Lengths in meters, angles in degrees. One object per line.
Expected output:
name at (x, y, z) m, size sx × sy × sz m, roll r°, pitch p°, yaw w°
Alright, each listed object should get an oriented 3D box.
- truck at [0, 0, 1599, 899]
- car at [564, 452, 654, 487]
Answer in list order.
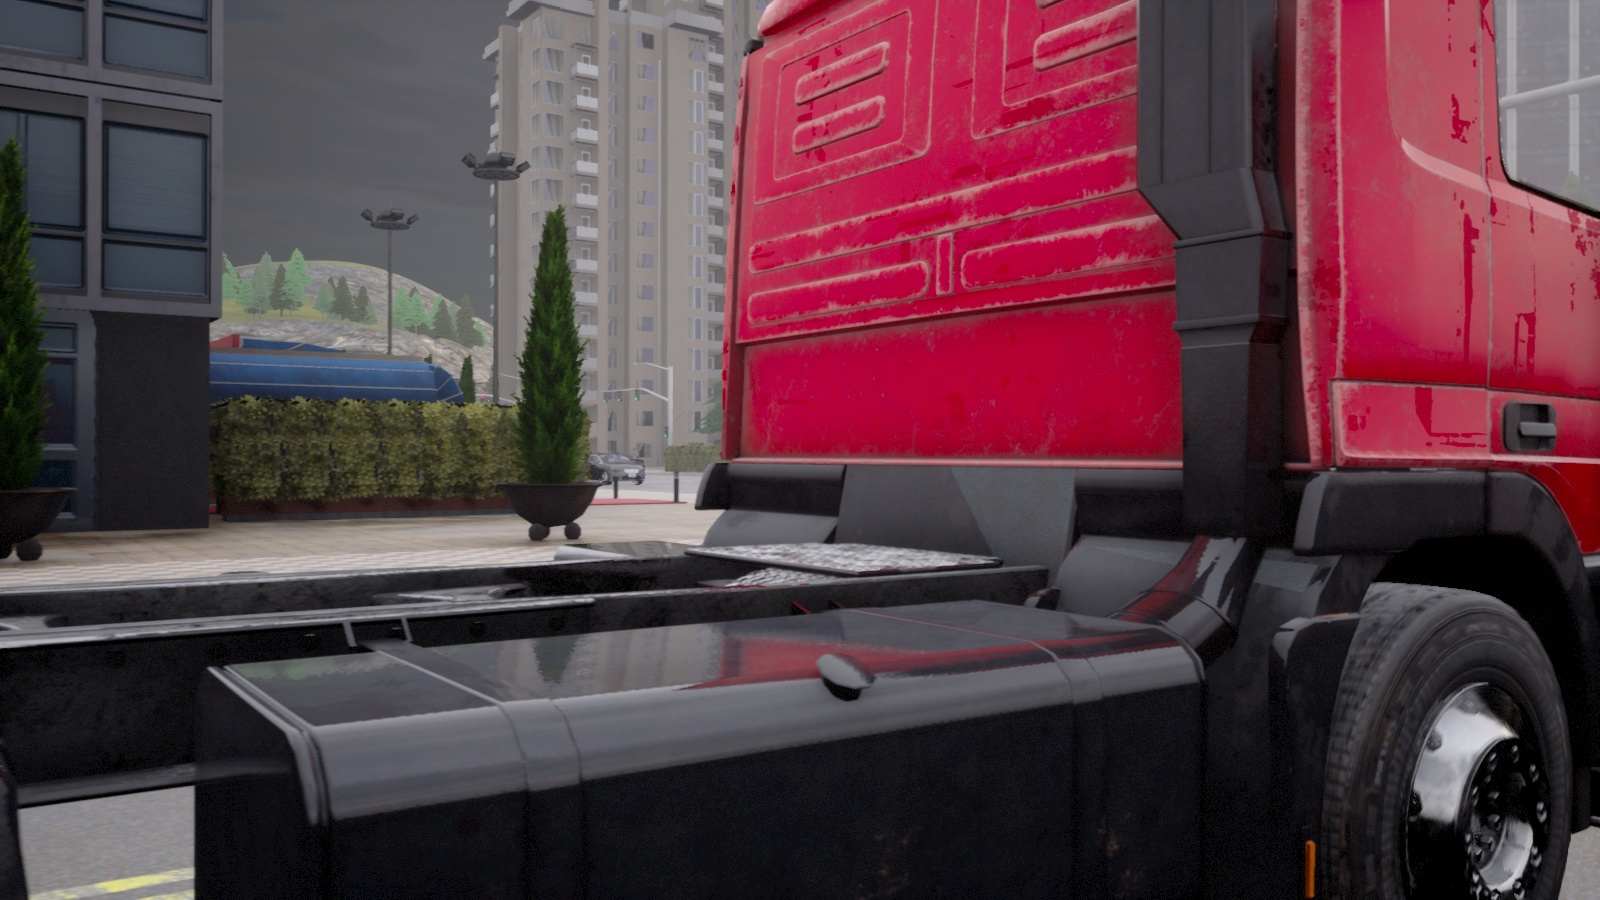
truck at (-0.964, -0.227, 2.991) m, size 7.936 × 3.462 × 2.891 m, roll 0°, pitch 0°, yaw -35°
car at (-8.882, 0.875, 58.106) m, size 2.128 × 1.511 × 4.902 m, roll 0°, pitch 0°, yaw -35°
